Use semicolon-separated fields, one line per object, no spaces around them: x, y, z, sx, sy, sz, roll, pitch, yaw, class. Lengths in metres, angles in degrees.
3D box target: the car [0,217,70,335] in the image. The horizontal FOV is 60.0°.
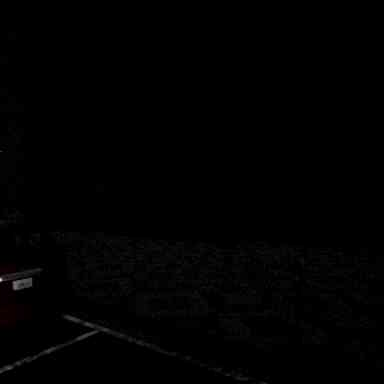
-4.302;1.390;6.029;5.009;1.841;2.192;-1;0;36;car
